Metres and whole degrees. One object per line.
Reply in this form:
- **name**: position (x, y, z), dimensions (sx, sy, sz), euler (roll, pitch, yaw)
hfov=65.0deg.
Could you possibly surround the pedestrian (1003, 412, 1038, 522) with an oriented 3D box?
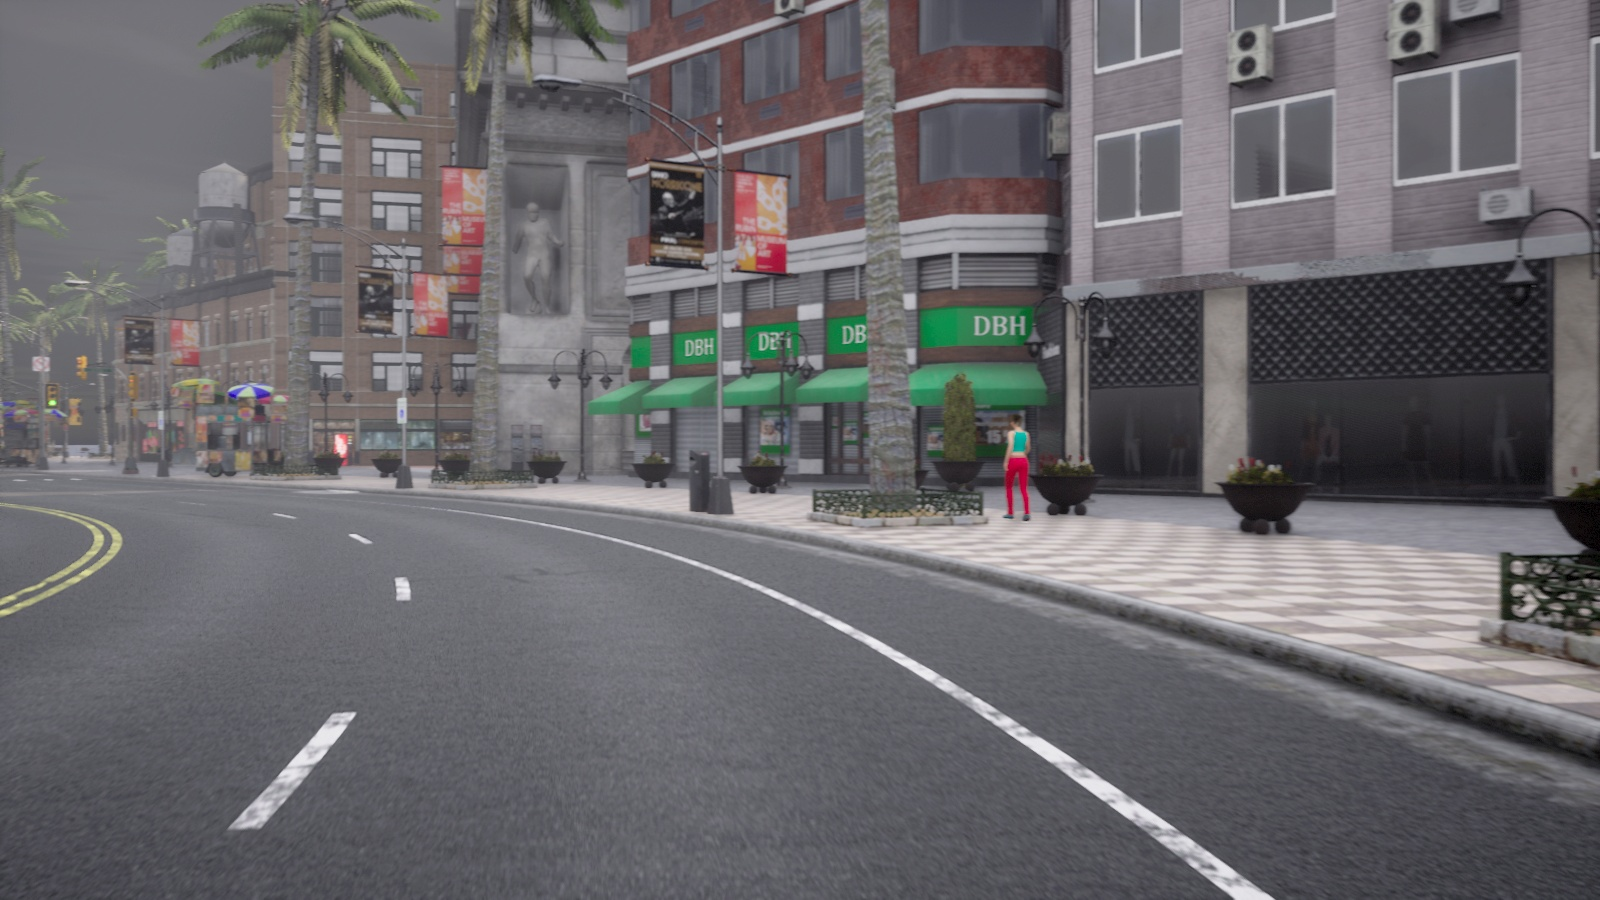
- **pedestrian**: position (3.735, 0.282, 21.299), dimensions (0.345, 1.836, 0.594), euler (0, 0, -17)
